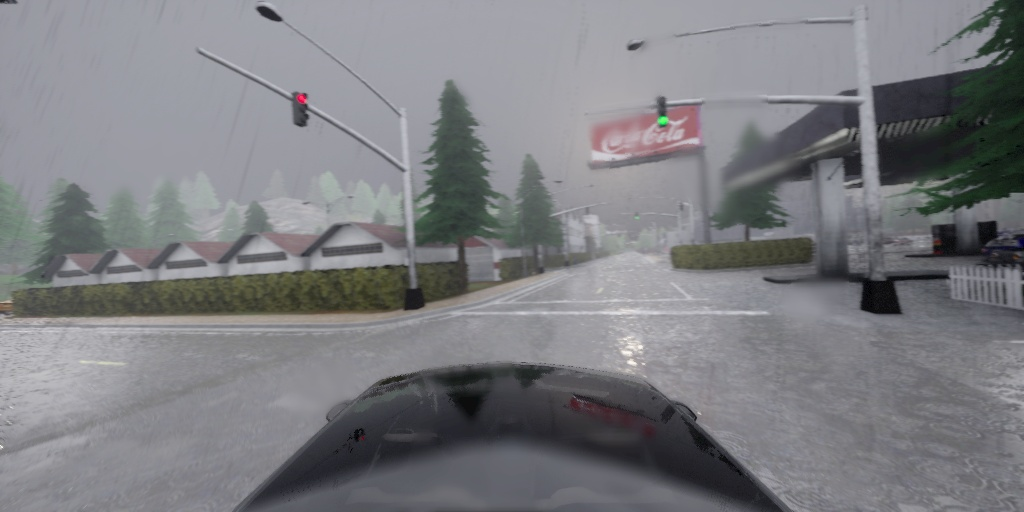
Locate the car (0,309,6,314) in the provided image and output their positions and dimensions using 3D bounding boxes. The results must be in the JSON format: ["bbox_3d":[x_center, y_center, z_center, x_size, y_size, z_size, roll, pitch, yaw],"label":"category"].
[{"bbox_3d":[-16.017,2.403,9.331,5.008,1.535,1.882,-4,0,19],"label":"car"}]

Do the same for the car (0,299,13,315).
[{"bbox_3d":[-42.172,4.186,32.019,1.882,1.535,5.008,-4,0,4],"label":"car"}]
